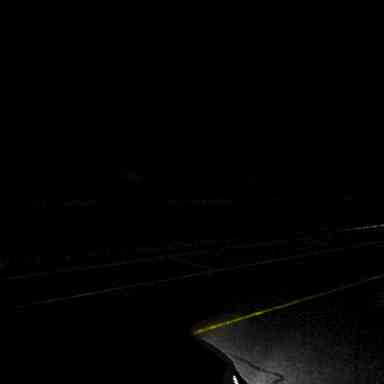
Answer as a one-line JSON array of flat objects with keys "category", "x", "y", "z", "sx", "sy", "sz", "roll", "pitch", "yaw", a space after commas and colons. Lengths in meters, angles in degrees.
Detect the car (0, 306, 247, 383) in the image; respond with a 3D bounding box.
[{"category": "car", "x": -1.517, "y": 1.563, "z": 2.239, "sx": 4.181, "sy": 1.385, "sz": 1.994, "roll": 0, "pitch": 0, "yaw": -35}]
